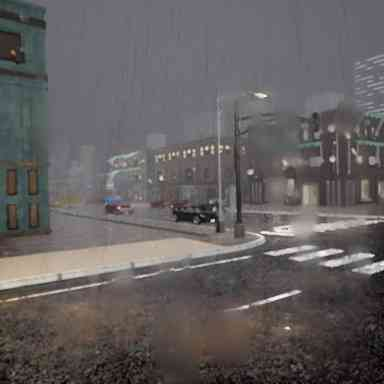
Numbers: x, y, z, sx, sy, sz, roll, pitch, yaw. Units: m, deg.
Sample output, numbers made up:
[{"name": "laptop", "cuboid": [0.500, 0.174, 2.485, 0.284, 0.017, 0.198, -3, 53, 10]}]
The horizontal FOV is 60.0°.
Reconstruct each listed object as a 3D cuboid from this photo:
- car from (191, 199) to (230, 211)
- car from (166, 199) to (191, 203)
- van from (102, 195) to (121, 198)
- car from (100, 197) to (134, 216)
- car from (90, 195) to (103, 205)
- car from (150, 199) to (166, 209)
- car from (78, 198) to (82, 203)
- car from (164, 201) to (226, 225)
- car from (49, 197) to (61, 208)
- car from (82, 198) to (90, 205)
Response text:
[{"name": "car", "cuboid": [2.249, 1.429, 35.857, 2.008, 1.369, 4.403, -3, 1, -35]}, {"name": "car", "cuboid": [-0.948, 1.522, 40.376, 1.802, 1.307, 4.206, -3, 1, -35]}, {"name": "van", "cuboid": [-13.745, 1.523, 58.446, 1.690, 1.788, 3.998, -3, 1, -35]}, {"name": "car", "cuboid": [-7.789, 1.606, 35.531, 1.967, 1.590, 4.097, -3, 1, -35]}, {"name": "car", "cuboid": [-16.944, 1.555, 62.963, 2.192, 1.841, 5.009, -3, 1, -35]}, {"name": "car", "cuboid": [-4.144, 1.584, 44.893, 1.802, 1.307, 4.206, -3, 1, -35]}, {"name": "car", "cuboid": [-26.527, 1.977, 76.521, 1.947, 1.339, 4.313, -3, 1, -35]}, {"name": "car", "cuboid": [0.132, 1.578, 24.135, 1.947, 1.339, 4.313, -3, 1, -35]}, {"name": "car", "cuboid": [-23.674, 1.988, 57.985, 1.752, 1.417, 4.829, -3, 1, -35]}, {"name": "car", "cuboid": [-20.133, 1.842, 67.484, 1.887, 1.381, 4.507, -3, 1, -35]}]
